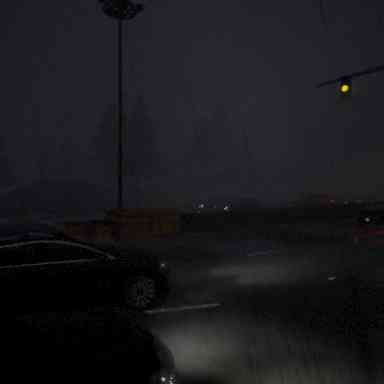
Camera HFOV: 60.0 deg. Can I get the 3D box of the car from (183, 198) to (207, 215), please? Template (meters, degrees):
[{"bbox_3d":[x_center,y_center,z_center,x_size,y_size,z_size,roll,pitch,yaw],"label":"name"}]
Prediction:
[{"bbox_3d":[1.876,1.282,30.996,4.553,1.767,2.097,0,0,-35],"label":"car"}]

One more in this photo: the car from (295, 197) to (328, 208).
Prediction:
[{"bbox_3d":[16.331,1.355,45.417,4.718,1.301,1.895,-1,1,-35],"label":"car"}]

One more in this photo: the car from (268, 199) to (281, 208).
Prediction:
[{"bbox_3d":[9.946,1.432,36.662,4.181,1.385,1.994,-1,0,-35],"label":"car"}]

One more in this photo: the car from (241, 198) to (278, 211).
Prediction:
[{"bbox_3d":[8.070,1.431,39.622,4.181,1.385,1.994,-1,0,-35],"label":"car"}]

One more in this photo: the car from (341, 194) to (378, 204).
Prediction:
[{"bbox_3d":[20.327,1.107,39.671,4.553,1.767,2.097,-1,1,-35],"label":"car"}]

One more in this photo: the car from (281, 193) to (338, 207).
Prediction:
[{"bbox_3d":[11.983,1.089,33.816,5.566,2.045,2.150,-1,0,-35],"label":"car"}]

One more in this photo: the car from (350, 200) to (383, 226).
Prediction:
[{"bbox_3d":[12.316,1.439,21.106,4.674,1.442,1.812,0,0,-35],"label":"car"}]

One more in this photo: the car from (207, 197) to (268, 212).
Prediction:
[{"bbox_3d":[3.895,1.282,28.137,4.553,1.767,2.097,0,0,-35],"label":"car"}]

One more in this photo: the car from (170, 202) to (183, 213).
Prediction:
[{"bbox_3d":[-0.166,1.494,33.838,4.181,1.385,1.994,0,0,-35],"label":"car"}]

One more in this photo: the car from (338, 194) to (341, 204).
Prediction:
[{"bbox_3d":[18.184,1.109,42.442,4.553,1.767,2.097,-1,1,-35],"label":"car"}]

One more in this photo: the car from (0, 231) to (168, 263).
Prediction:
[{"bbox_3d":[-2.693,1.489,6.123,4.902,1.511,2.128,0,0,-35],"label":"car"}]

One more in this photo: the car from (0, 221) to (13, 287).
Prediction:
[{"bbox_3d":[-7.090,1.551,7.288,5.357,1.411,2.033,0,0,-35],"label":"car"}]

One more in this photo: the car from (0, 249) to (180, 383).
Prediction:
[{"bbox_3d":[-2.340,1.506,2.078,4.892,1.490,1.837,0,0,-35],"label":"car"}]
